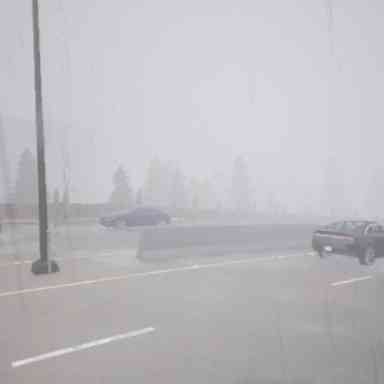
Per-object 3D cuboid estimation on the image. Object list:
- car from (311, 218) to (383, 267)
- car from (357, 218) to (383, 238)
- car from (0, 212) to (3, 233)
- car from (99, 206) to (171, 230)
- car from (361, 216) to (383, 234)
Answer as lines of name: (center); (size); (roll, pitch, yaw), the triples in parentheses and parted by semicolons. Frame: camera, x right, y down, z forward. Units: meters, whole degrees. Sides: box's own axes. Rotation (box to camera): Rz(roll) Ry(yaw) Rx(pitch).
car: (6.632, 1.846, 12.778); (4.902, 1.511, 2.128); (4, -2, -35)
car: (16.394, 3.125, 28.573); (4.892, 1.490, 1.837); (6, -4, -35)
car: (-10.829, 1.231, 13.464); (5.566, 2.045, 2.150); (0, 0, -36)
car: (-3.788, 1.716, 22.784); (5.008, 1.535, 1.882); (3, -2, -35)
car: (20.371, 3.557, 35.696); (4.553, 1.767, 2.097); (5, -3, -35)
